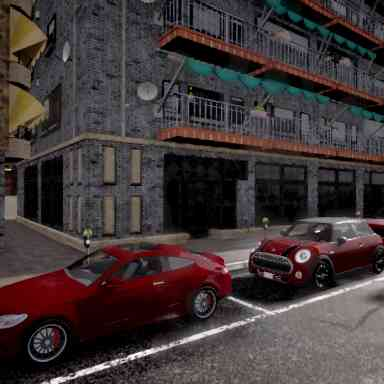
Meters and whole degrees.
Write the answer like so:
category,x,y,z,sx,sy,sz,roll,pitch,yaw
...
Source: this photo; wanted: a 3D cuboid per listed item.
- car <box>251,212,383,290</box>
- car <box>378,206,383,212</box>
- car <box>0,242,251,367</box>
category,x,y,z,sx,sy,sz,roll,pitch,yaw
car,3.423,1.443,9.016,4.097,1.590,1.967,0,0,-36
car,8.028,1.322,12.315,5.009,1.841,2.192,0,0,-36
car,-1.180,1.582,5.718,4.206,1.307,1.802,0,0,-36
